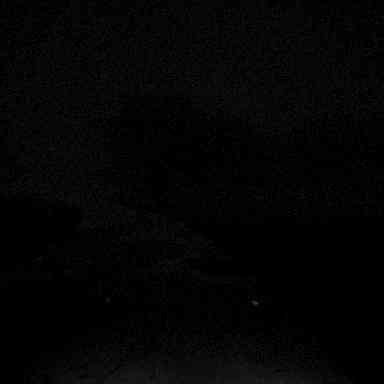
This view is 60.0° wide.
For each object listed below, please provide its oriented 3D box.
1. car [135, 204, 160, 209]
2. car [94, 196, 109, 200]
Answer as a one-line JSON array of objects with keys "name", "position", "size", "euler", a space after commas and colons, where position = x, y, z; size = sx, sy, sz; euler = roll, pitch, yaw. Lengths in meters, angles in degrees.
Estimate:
[{"name": "car", "position": [-3.798, 1.124, 27.882], "size": [1.994, 1.385, 4.181], "euler": [0, 0, -15]}, {"name": "car", "position": [-14.797, 0.829, 54.295], "size": [1.895, 1.301, 4.718], "euler": [0, 1, -26]}]
